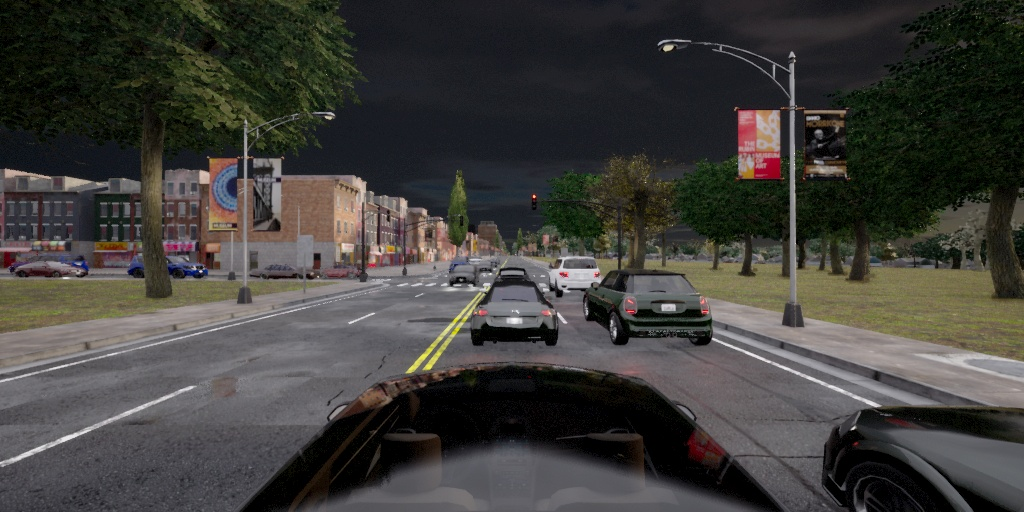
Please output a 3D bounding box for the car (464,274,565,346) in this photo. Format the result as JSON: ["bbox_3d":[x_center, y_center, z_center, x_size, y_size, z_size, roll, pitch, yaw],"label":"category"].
[{"bbox_3d":[0.063,1.332,9.497,1.994,1.385,4.181,0,0,0],"label":"car"}]

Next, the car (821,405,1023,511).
[{"bbox_3d":[3.341,1.314,0.966,1.994,1.385,4.181,0,0,0],"label":"car"}]

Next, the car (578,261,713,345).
[{"bbox_3d":[3.315,1.121,9.693,2.097,1.767,4.553,0,0,0],"label":"car"}]

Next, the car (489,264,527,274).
[{"bbox_3d":[0.018,1.331,18.409,1.837,1.490,4.892,0,0,0],"label":"car"}]

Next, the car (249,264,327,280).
[{"bbox_3d":[-19.419,1.382,30.892,5.357,1.411,2.033,1,0,-3],"label":"car"}]

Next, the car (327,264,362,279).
[{"bbox_3d":[-16.169,1.455,33.818,4.181,1.385,1.994,1,0,-1],"label":"car"}]

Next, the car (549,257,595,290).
[{"bbox_3d":[3.268,1.054,19.407,2.150,2.045,5.566,0,0,0],"label":"car"}]

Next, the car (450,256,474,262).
[{"bbox_3d":[-6.670,1.076,46.571,2.150,2.045,5.566,0,1,0],"label":"car"}]

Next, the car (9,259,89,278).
[{"bbox_3d":[-39.734,1.194,30.927,4.674,1.442,1.812,0,0,0],"label":"car"}]

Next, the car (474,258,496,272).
[{"bbox_3d":[-3.418,1.364,46.047,1.837,1.490,4.892,0,1,0],"label":"car"}]

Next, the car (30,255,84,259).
[{"bbox_3d":[-43.588,0.889,33.866,5.566,2.045,2.150,0,0,0],"label":"car"}]

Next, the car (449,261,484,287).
[{"bbox_3d":[-3.388,1.374,26.294,1.837,1.490,4.892,0,0,0],"label":"car"}]

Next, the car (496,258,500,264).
[{"bbox_3d":[-3.423,1.325,59.424,1.994,1.385,4.181,0,1,0],"label":"car"}]

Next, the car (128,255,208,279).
[{"bbox_3d":[-29.607,0.963,30.927,5.566,2.045,2.150,0,0,0],"label":"car"}]
